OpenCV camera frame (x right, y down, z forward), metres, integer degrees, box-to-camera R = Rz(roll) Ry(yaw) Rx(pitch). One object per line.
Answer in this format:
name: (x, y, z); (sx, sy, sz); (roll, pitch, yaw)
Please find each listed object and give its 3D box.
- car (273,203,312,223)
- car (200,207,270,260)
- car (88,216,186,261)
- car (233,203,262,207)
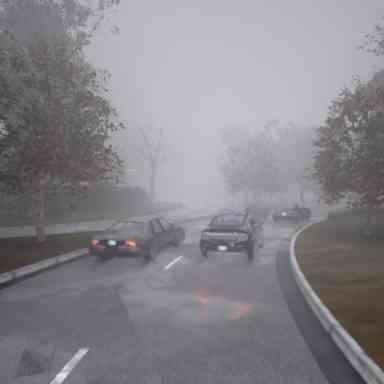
car: (7.820, 1.541, 25.777); (1.994, 1.385, 4.181); (0, 1, 35)
car: (1.678, 1.557, 12.854); (2.128, 1.511, 4.902); (0, 0, 17)
car: (-1.803, 1.618, 12.688); (2.033, 1.411, 5.357); (0, 0, 15)
car: (4.538, 1.549, 26.762); (2.033, 1.411, 5.357); (0, 0, 34)
